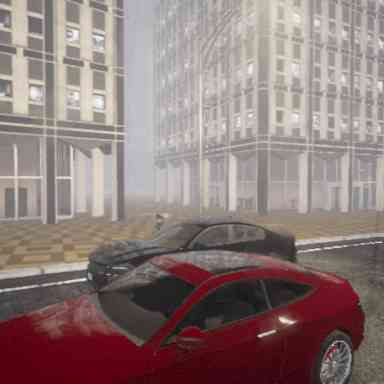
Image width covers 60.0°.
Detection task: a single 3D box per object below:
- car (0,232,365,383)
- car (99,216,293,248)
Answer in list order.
[{"bbox_3d":[-0.004,1.451,3.641,4.674,1.442,1.812,0,1,-32],"label":"car"},{"bbox_3d":[0.205,1.334,7.602,5.008,1.535,1.882,0,1,-32],"label":"car"}]
